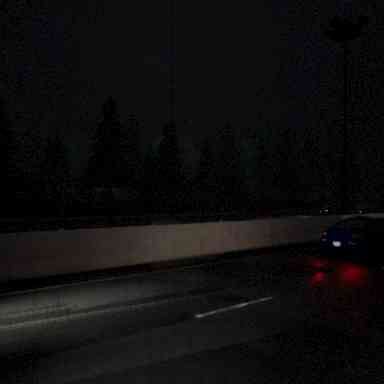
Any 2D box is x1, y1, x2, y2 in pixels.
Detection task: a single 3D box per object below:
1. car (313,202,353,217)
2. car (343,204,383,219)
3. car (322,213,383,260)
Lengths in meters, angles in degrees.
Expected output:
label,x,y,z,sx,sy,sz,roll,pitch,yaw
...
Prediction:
label,x,y,z,sx,sy,sz,roll,pitch,yaw
car,15.787,1.936,37.177,4.892,1.490,1.837,1,-1,-36
car,17.625,1.950,34.186,4.674,1.442,1.812,1,-1,-36
car,7.038,1.691,13.238,4.674,1.442,1.812,1,0,-36
